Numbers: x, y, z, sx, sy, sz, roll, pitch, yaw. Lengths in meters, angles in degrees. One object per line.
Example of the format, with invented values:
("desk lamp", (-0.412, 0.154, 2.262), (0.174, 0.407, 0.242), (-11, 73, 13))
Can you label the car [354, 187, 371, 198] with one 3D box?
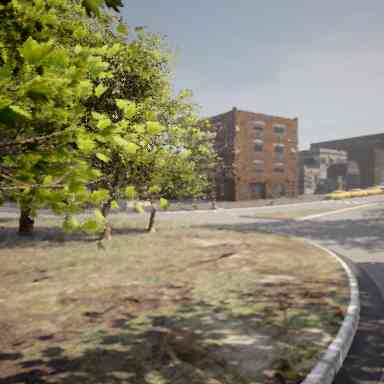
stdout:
("car", (28.276, 0.142, 57.722), (5.366, 1.575, 1.946), (-4, 2, -35))

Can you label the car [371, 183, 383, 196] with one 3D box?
("car", (32.786, -0.177, 60.897), (5.366, 1.575, 1.946), (-4, 2, -35))

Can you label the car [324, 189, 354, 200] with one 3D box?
("car", (23.762, 0.464, 54.556), (5.366, 1.575, 1.946), (-4, 2, -35))
